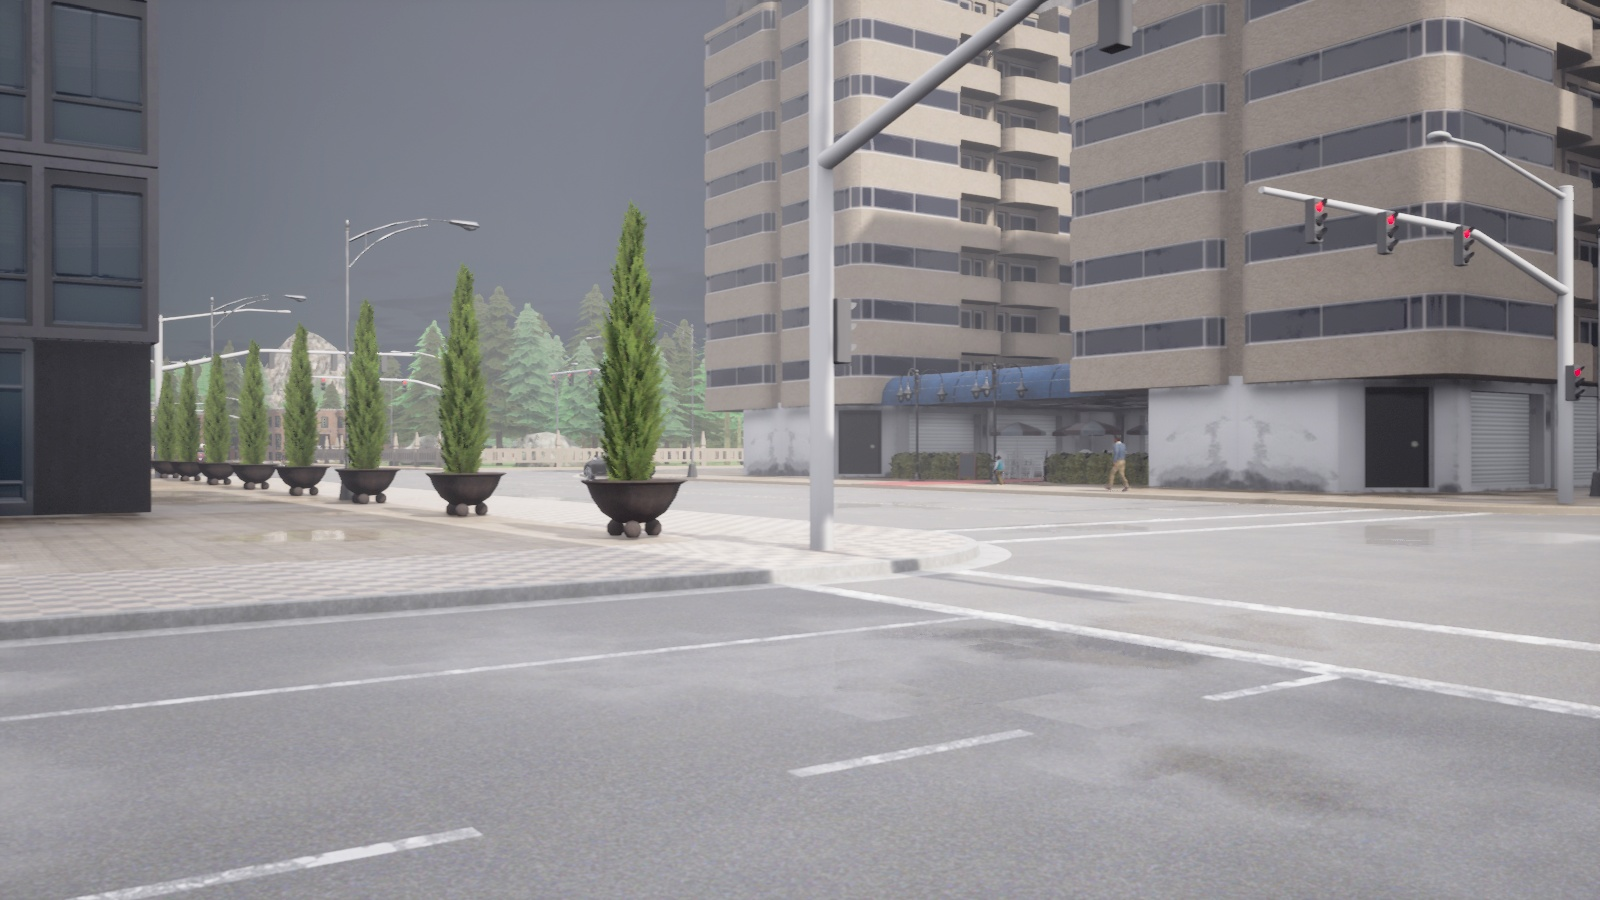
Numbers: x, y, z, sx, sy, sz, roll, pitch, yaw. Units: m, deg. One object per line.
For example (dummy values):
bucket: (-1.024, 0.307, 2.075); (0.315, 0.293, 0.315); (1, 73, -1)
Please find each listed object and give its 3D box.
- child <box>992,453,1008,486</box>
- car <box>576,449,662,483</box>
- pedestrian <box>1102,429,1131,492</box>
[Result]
child: (7.504, 0.728, 47.122); (0.343, 1.192, 0.448); (0, 0, -39)
car: (-8.714, 0.739, 60.114); (2.128, 1.511, 4.902); (0, 0, -34)
pedestrian: (9.896, 0.336, 39.316); (0.423, 1.949, 0.788); (0, 0, -35)
